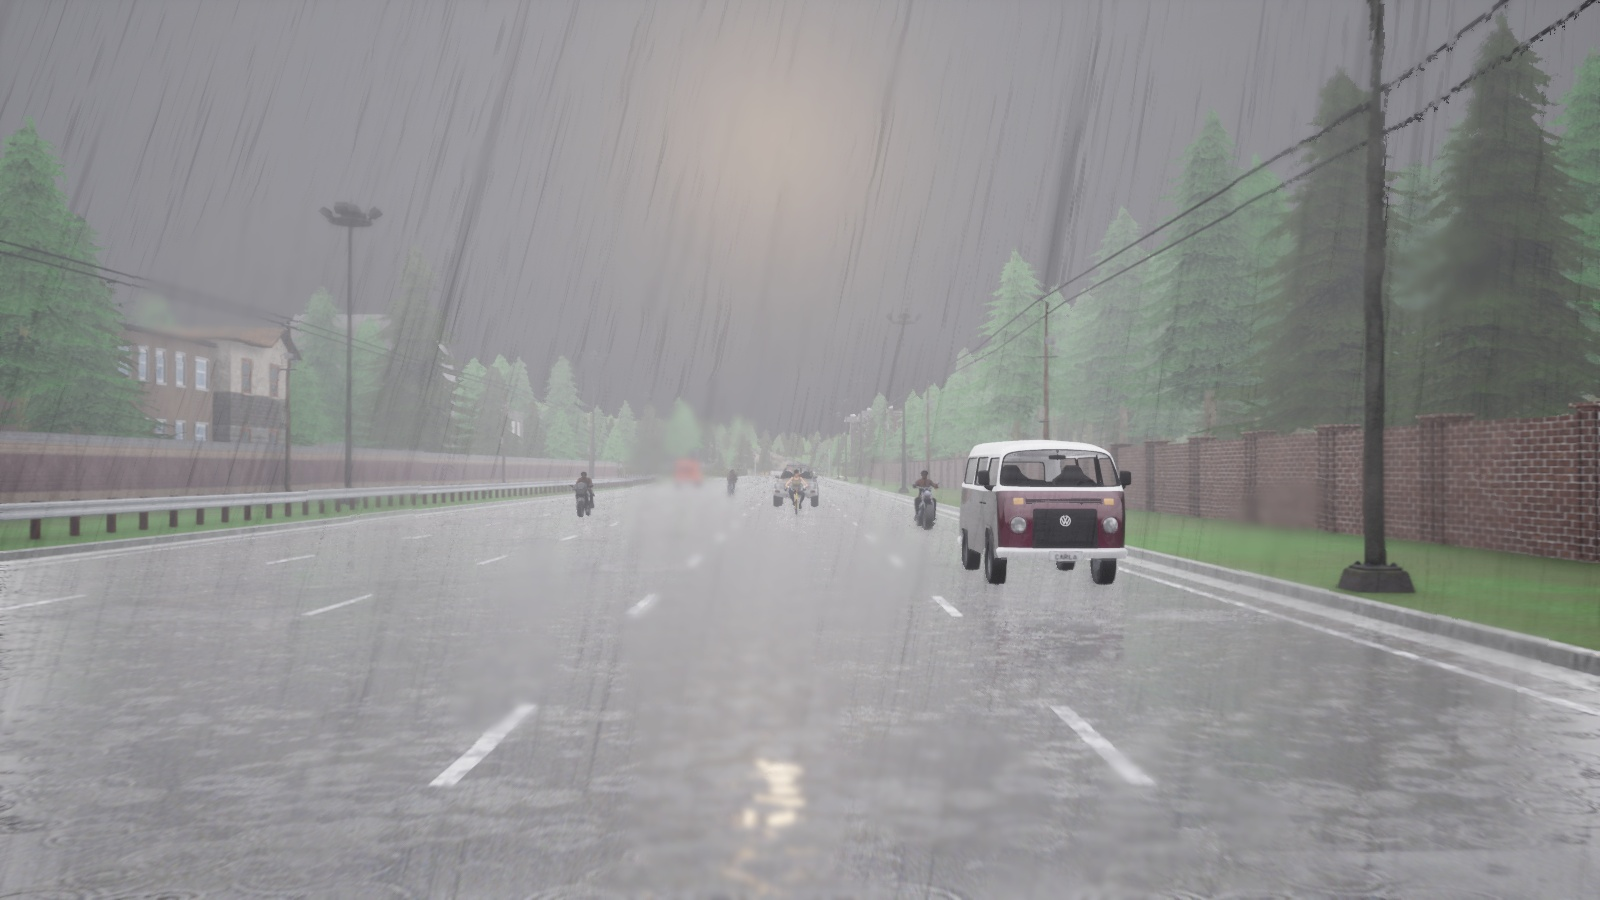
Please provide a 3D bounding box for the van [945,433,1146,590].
[{"bbox_3d":[3.454,0.835,18.560,2.069,2.038,4.480,0,-1,0],"label":"van"}]

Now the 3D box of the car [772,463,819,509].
[{"bbox_3d":[-0.139,1.556,55.476,1.932,1.855,4.605,0,0,1],"label":"car"}]

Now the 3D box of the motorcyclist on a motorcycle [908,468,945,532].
[{"bbox_3d":[3.418,1.322,34.056,0.766,1.649,2.350,0,-1,0],"label":"motorcyclist on a motorcycle"}]

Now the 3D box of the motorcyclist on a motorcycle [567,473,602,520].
[{"bbox_3d":[-7.100,1.518,41.400,0.797,1.523,2.044,0,-1,0],"label":"motorcyclist on a motorcycle"}]
